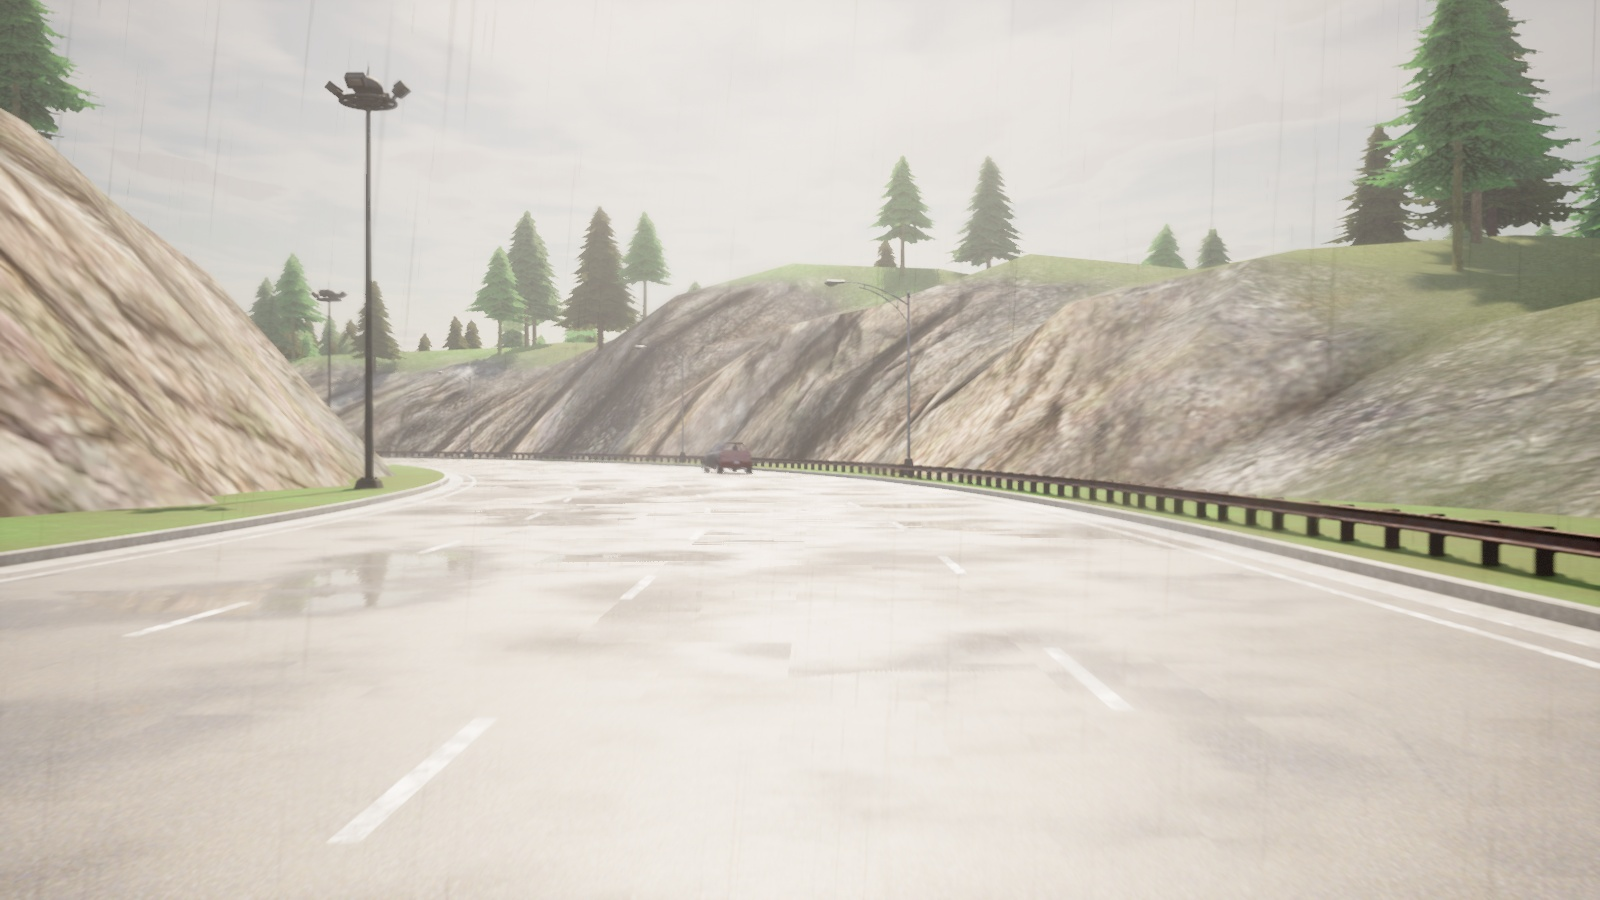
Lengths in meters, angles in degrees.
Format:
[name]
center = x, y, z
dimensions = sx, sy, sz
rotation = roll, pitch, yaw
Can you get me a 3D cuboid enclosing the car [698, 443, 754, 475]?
[car]
center = -3.618, 0.406, 61.132
dimensions = 1.845, 1.501, 3.633
rotation = 0, 0, -19
